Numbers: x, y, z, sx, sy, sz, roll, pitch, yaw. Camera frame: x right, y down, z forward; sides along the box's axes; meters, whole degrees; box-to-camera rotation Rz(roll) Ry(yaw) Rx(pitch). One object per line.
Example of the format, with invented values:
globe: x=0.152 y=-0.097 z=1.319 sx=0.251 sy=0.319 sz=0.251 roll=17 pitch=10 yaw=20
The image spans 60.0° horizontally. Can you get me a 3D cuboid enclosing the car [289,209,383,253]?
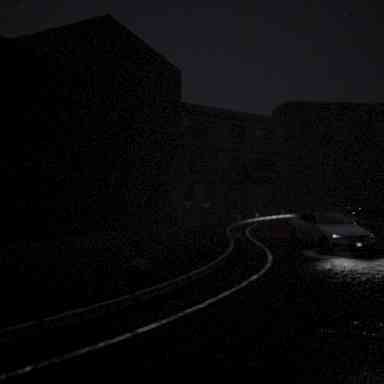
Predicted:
car: x=5.617 y=1.546 z=13.954 sx=1.812 sy=1.442 sz=4.674 roll=0 pitch=0 yaw=-6

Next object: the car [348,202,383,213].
car: x=15.962 y=1.484 z=28.810 sx=4.718 sy=1.301 sz=1.895 roll=0 pitch=0 yaw=-11
